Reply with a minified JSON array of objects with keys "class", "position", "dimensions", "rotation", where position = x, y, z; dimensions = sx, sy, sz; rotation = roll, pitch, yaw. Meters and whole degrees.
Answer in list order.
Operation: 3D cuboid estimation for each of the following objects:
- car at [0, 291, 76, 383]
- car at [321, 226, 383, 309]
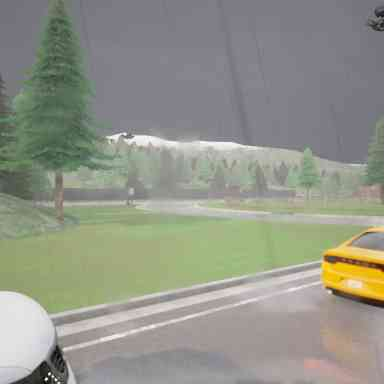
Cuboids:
[{"class":"car","position":[-3.372,1.220,1.344],"dimensions":[5.566,2.045,2.150],"rotation":[0,0,-35]},{"class":"car","position":[4.928,1.482,7.364],"dimensions":[5.008,1.535,1.882],"rotation":[0,0,-35]}]
